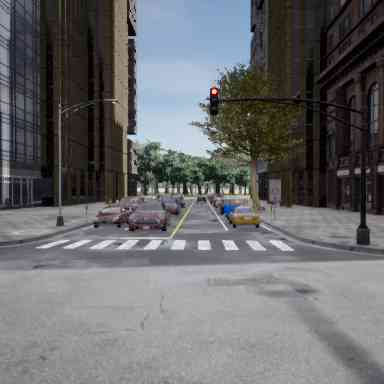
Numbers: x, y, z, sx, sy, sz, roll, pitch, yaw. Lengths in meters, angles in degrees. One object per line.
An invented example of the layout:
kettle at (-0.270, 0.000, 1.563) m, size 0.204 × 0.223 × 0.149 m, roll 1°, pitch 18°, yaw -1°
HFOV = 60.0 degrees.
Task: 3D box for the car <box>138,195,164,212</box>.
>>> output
car at (-4.713, 1.268, 38.970) m, size 2.192 × 1.841 × 5.009 m, roll -1°, pitch 0°, yaw 2°

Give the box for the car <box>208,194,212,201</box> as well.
car at (4.257, 1.462, 55.786) m, size 2.008 × 1.369 × 4.403 m, roll -1°, pitch 0°, yaw 2°

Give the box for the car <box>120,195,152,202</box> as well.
car at (-5.010, 1.290, 27.614) m, size 2.192 × 1.841 × 5.009 m, roll -1°, pitch 0°, yaw 2°

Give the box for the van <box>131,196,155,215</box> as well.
van at (-4.861, 1.306, 33.292) m, size 1.690 × 1.788 × 3.998 m, roll -1°, pitch 0°, yaw 2°

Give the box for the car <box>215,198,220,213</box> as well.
car at (3.664, 1.531, 33.077) m, size 1.947 × 1.339 × 4.313 m, roll -1°, pitch 0°, yaw 2°

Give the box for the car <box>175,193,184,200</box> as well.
car at (-3.378, 1.128, 90.068) m, size 2.192 × 1.841 × 5.009 m, roll 0°, pitch 0°, yaw 2°

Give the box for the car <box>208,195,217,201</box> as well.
car at (4.850, 1.429, 78.495) m, size 1.802 × 1.307 × 4.206 m, roll 0°, pitch 0°, yaw 2°

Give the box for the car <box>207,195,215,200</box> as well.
car at (5.147, 1.379, 89.849) m, size 1.947 × 1.339 × 4.313 m, roll 0°, pitch 0°, yaw 2°

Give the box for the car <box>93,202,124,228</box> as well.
car at (-5.155, 1.565, 21.936) m, size 1.802 × 1.307 × 4.206 m, roll -1°, pitch 0°, yaw 2°

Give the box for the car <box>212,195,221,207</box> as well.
car at (3.965, 1.465, 44.602) m, size 1.752 × 1.417 × 4.829 m, roll -1°, pitch 0°, yaw 2°

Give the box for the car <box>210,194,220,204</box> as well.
car at (4.109, 1.471, 50.109) m, size 1.887 × 1.381 × 4.507 m, roll -1°, pitch 0°, yaw 2°

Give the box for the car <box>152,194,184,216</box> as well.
car at (-2.227, 1.319, 31.702) m, size 2.097 × 1.767 × 4.553 m, roll 0°, pitch 0°, yaw 2°

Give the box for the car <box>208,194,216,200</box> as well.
car at (5.002, 1.355, 84.342) m, size 1.752 × 1.417 × 4.829 m, roll 0°, pitch 0°, yaw 2°

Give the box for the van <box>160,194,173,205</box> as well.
van at (-4.267, 1.252, 56.003) m, size 1.690 × 1.788 × 3.998 m, roll 0°, pitch 0°, yaw 2°

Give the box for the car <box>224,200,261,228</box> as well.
car at (3.371, 1.508, 21.892) m, size 1.752 × 1.417 × 4.829 m, roll -1°, pitch 0°, yaw 2°

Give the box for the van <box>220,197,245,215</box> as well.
van at (3.513, 1.316, 27.400) m, size 1.690 × 1.788 × 3.998 m, roll -1°, pitch 0°, yaw 2°

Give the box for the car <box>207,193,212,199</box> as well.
car at (4.403, 1.211, 61.463) m, size 2.192 × 1.841 × 5.009 m, roll -1°, pitch 0°, yaw 2°

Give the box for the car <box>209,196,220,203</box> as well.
car at (4.553, 1.431, 67.141) m, size 2.008 × 1.369 × 4.403 m, roll -1°, pitch 0°, yaw 2°

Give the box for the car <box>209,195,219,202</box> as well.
car at (4.702, 1.415, 72.817) m, size 2.008 × 1.369 × 4.403 m, roll 0°, pitch 0°, yaw 2°

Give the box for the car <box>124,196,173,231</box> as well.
car at (-2.473, 1.337, 20.194) m, size 2.097 × 1.767 × 4.553 m, roll 0°, pitch 0°, yaw 0°

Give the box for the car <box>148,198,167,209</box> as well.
car at (-4.562, 1.491, 44.648) m, size 2.008 × 1.369 × 4.403 m, roll -1°, pitch 0°, yaw 2°

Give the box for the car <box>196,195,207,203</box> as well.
car at (1.864, 1.389, 65.866) m, size 1.837 × 1.490 × 4.892 m, roll 0°, pitch 0°, yaw 2°
